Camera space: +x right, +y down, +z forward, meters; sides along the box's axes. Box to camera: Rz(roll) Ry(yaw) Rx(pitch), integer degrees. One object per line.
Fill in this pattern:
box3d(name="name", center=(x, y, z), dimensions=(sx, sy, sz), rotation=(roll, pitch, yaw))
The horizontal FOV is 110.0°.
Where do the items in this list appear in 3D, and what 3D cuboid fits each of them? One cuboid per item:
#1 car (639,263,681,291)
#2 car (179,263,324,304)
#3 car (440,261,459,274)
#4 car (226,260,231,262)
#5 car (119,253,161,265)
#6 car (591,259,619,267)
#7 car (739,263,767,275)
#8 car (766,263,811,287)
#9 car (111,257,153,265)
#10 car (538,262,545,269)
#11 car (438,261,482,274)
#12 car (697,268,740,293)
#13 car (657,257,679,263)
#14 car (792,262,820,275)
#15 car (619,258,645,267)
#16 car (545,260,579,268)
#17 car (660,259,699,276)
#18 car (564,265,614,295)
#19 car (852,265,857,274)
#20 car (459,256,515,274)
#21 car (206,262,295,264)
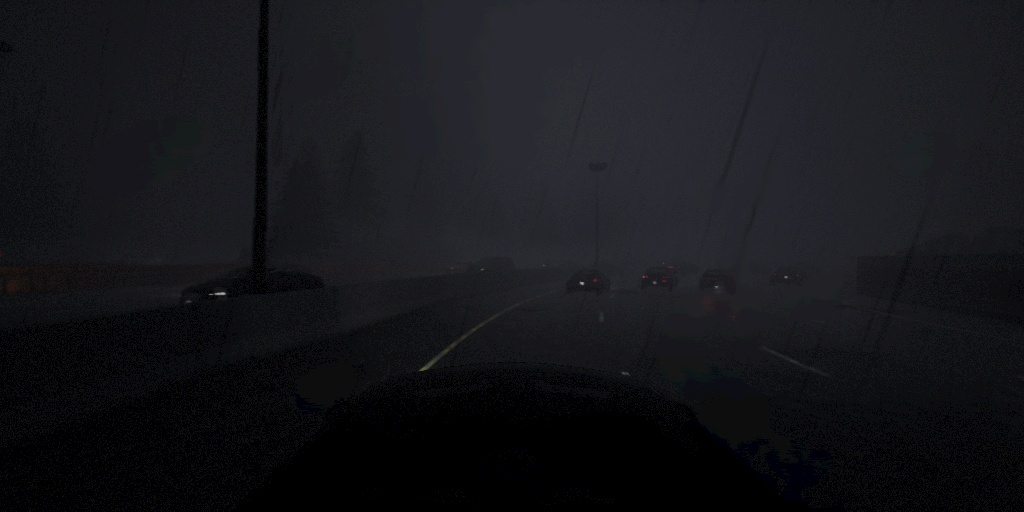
box3d(name="car", center=(9.860, 1.427, 23.879), dimensions=(1.812, 1.442, 4.674), rotation=(0, 0, 30))
box3d(name="car", center=(-9.214, 1.179, 13.226), dimensions=(2.128, 1.511, 4.902), rotation=(1, 0, 13))
box3d(name="car", center=(-5.361, 1.278, 39.364), dimensions=(1.882, 1.535, 5.008), rotation=(0, 0, 36))
box3d(name="car", center=(-16.687, 1.147, 25.382), dimensions=(2.128, 1.511, 4.902), rotation=(1, 0, 21))
box3d(name="car", center=(-43.269, 0.624, 41.393), dimensions=(2.150, 2.045, 5.566), rotation=(1, -1, -18))
box3d(name="car", center=(11.545, 1.383, 46.928), dimensions=(4.674, 1.442, 1.812), rotation=(0, 0, -38))
box3d(name="car", center=(27.767, 1.444, 41.047), dimensions=(4.181, 1.385, 1.994), rotation=(0, 0, -32))
box3d(name="car", center=(20.972, 1.479, 27.106), dimensions=(1.994, 1.385, 4.181), rotation=(0, 0, 43))
box3d(name="car", center=(-36.856, 1.045, 33.933), dimensions=(1.895, 1.301, 4.718), rotation=(1, 0, -21))
box3d(name="car", center=(6.329, 1.340, 56.439), dimensions=(4.892, 1.490, 1.837), rotation=(0, 0, -37))
box3d(name="car", center=(-6.277, 1.338, 43.995), dimensions=(2.033, 1.411, 5.357), rotation=(0, 0, 39))
box3d(name="car", center=(13.009, 1.519, 22.526), dimensions=(1.895, 1.301, 4.718), rotation=(1, 1, 31))
box3d(name="car", center=(24.495, 0.970, 55.603), dimensions=(4.892, 1.490, 1.837), rotation=(-1, 0, -31))
box3d(name="car", center=(32.232, 1.369, 39.697), dimensions=(4.892, 1.490, 1.837), rotation=(0, 0, -31))
box3d(name="car", center=(20.865, 1.007, 61.588), dimensions=(4.181, 1.385, 1.994), rotation=(-1, 0, -31))
box3d(name="car", center=(7.732, 1.320, 53.055), dimensions=(5.008, 1.535, 1.882), rotation=(0, 0, -37))
box3d(name="car", center=(18.669, 1.379, 39.074), dimensions=(4.902, 1.511, 2.128), rotation=(0, 0, -39))
box3d(name="car", center=(4.623, 1.460, 21.404), dimensions=(1.994, 1.385, 4.181), rotation=(0, 0, 24))
box3d(name="car", center=(40.402, 1.368, 40.569), dimensions=(4.181, 1.385, 1.994), rotation=(-1, 1, -31))
box3d(name="car", center=(-1.810, 1.056, 31.872), dimensions=(2.150, 2.045, 5.566), rotation=(0, 0, 32))
box3d(name="car", center=(-14.581, 1.221, 20.767), dimensions=(1.994, 1.385, 4.181), rotation=(1, 0, 18))
